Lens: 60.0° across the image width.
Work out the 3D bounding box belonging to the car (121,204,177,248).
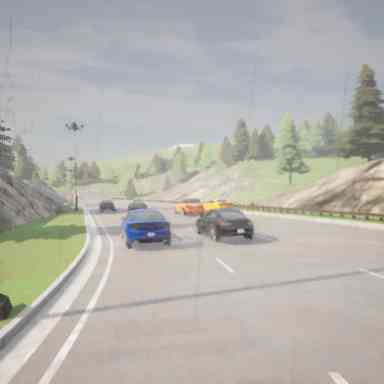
[{"bbox_3d":[-2.252,1.558,15.597,1.882,1.535,5.008,-1,0,-15],"label":"car"}]

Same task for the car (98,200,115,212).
[{"bbox_3d":[-11.761,1.866,45.911,1.837,1.490,4.892,-1,0,-19],"label":"car"}]

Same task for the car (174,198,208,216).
[{"bbox_3d":[-0.400,1.417,33.836,2.097,1.767,4.553,-1,0,-18],"label":"car"}]

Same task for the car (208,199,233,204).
[{"bbox_3d":[2.698,1.471,35.636,1.882,1.535,5.008,-1,0,-18],"label":"car"}]

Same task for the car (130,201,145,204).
[{"bbox_3d":[-6.949,1.803,42.535,1.994,1.385,4.181,-1,0,-18],"label":"car"}]

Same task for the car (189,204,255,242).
[{"bbox_3d":[1.482,1.517,16.341,1.812,1.442,4.674,-1,0,-15],"label":"car"}]
